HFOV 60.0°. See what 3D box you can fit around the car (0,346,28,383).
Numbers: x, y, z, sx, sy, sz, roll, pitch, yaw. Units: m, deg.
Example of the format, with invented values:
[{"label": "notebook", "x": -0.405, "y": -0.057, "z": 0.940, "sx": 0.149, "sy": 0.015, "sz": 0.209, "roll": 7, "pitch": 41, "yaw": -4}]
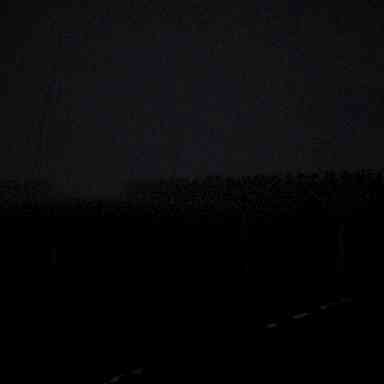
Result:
[{"label": "car", "x": -3.183, "y": 1.545, "z": 0.801, "sx": 5.357, "sy": 1.411, "sz": 2.033, "roll": 0, "pitch": 0, "yaw": -36}]
